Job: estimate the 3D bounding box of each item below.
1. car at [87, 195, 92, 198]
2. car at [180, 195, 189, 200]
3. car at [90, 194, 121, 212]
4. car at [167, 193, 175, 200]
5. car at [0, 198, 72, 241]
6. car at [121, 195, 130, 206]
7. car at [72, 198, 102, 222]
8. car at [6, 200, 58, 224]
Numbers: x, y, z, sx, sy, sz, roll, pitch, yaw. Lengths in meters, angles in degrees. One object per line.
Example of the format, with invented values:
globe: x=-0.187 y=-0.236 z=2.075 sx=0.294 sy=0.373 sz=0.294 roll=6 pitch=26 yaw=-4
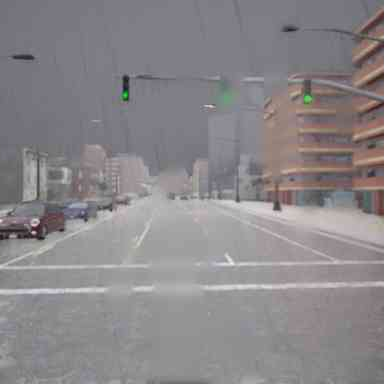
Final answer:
car: x=-12.710 y=1.342 z=35.780 sx=2.033 sy=1.411 sz=5.357 roll=0 pitch=1 yaw=-3
car: x=-1.961 y=1.544 z=87.105 sx=1.812 sy=1.442 sz=4.674 roll=0 pitch=-2 yaw=-4
car: x=-9.199 y=1.303 z=35.730 sx=1.837 sy=1.490 sz=4.892 roll=0 pitch=1 yaw=-4
car: x=-5.404 y=1.213 z=86.123 sx=2.150 sy=2.045 sz=5.566 roll=0 pitch=-2 yaw=-4
car: x=-7.968 y=1.347 z=16.795 sx=2.097 sy=1.767 sz=4.553 roll=0 pitch=0 yaw=-4
car: x=-9.912 y=1.134 z=47.197 sx=1.882 sy=1.535 sz=5.008 roll=0 pitch=1 yaw=-3
car: x=-8.546 y=1.446 z=25.653 sx=1.812 sy=1.442 sz=4.674 roll=0 pitch=1 yaw=-4
car: x=-12.041 y=1.424 z=25.439 sx=1.837 sy=1.490 sz=4.892 roll=0 pitch=1 yaw=-4
